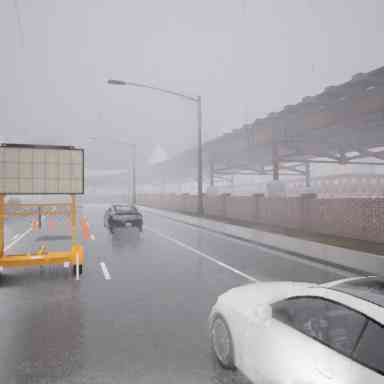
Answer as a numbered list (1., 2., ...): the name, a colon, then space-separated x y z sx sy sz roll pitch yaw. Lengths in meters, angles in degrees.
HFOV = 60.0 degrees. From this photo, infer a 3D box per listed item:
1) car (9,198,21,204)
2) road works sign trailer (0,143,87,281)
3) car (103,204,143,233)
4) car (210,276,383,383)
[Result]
1. car: -34.690 1.835 65.209 2.033 1.411 5.357 0 -2 -32
2. road works sign trailer: -4.321 0.470 9.454 2.380 3.560 2.880 0 0 -19
3. car: -4.207 1.502 20.037 2.128 1.511 4.902 0 0 -19
4. car: 1.727 1.526 3.065 1.812 1.442 4.674 0 0 -19
